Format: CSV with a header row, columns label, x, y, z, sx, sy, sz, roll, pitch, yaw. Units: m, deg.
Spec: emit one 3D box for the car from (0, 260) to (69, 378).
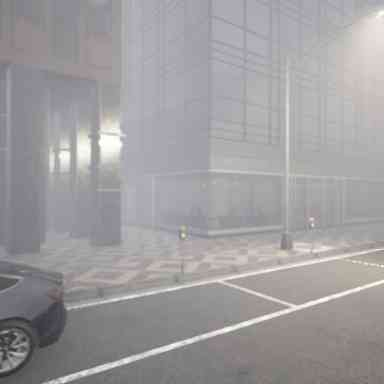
label,x,y,z,sx,sy,sz,roll,pitch,yaw
car,-3.743,1.563,3.974,4.313,1.339,1.947,1,-1,-36
